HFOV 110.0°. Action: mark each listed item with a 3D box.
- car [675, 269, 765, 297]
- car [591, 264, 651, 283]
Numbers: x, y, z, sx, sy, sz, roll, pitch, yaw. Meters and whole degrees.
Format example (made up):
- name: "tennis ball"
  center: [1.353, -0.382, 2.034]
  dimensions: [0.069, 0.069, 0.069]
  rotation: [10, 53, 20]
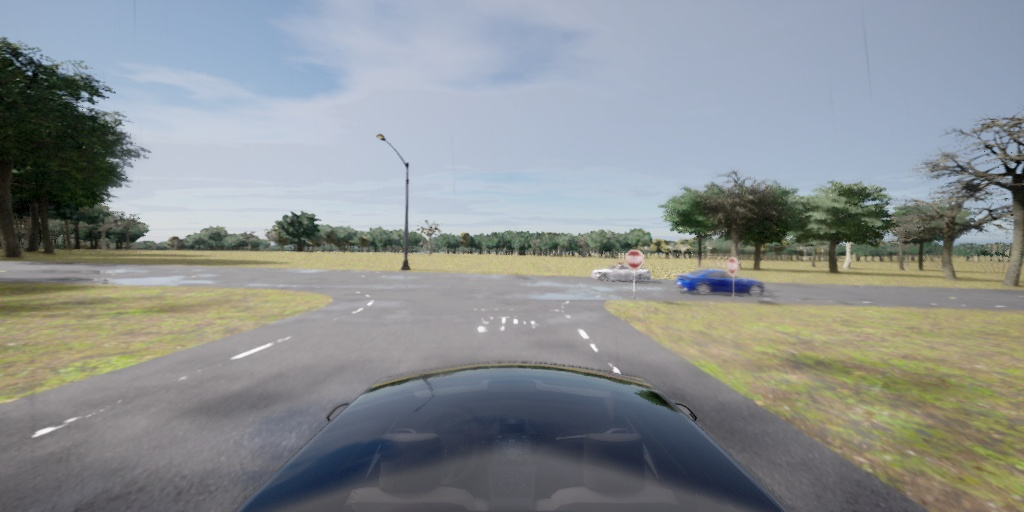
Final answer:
- name: "car"
  center: [12.735, 1.590, 22.048]
  dimensions: [5.008, 1.535, 1.882]
  rotation: [2, 2, 0]
- name: "car"
  center: [8.810, 1.368, 29.054]
  dimensions: [4.674, 1.442, 1.812]
  rotation: [2, 2, 0]
